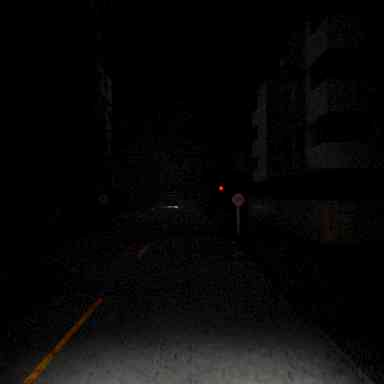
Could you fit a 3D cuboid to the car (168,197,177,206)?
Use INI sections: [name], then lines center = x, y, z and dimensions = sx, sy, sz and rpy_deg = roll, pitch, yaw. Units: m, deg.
[car]
center = -4.028, 2.377, 69.802
dimensions = 1.837, 1.490, 4.892
rpy_deg = 0, -1, 0
